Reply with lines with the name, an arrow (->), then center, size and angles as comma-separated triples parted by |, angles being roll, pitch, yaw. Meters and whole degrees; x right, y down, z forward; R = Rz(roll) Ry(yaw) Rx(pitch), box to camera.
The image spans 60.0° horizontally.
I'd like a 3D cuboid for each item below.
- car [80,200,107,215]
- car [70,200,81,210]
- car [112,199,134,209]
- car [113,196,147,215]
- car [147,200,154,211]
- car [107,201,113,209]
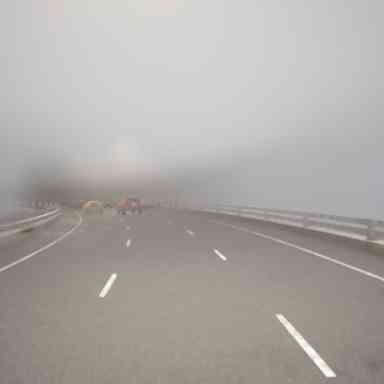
car -> -11.841, 1.824, 39.800 | 1.882, 1.535, 5.008 | 0, 0, -23
car -> -17.281, 1.966, 50.688 | 1.837, 1.490, 4.892 | 0, 0, -33
car -> -11.349, 1.935, 54.418 | 1.837, 1.490, 4.892 | 0, 0, -33
car -> -7.107, 1.509, 37.629 | 2.150, 2.045, 5.566 | 0, -1, -22
car -> -6.654, 1.824, 45.394 | 2.128, 1.511, 4.902 | 0, 0, -27
car -> -13.579, 2.032, 51.259 | 1.895, 1.301, 4.718 | 0, 0, -30
